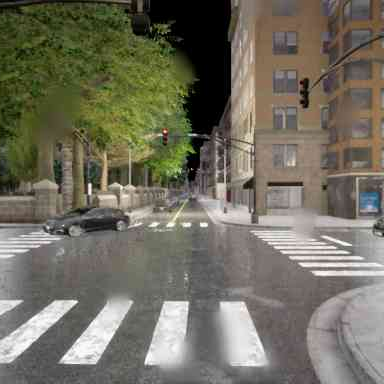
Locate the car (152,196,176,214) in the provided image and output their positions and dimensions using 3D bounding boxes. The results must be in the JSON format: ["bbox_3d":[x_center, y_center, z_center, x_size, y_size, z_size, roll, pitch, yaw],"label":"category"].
[{"bbox_3d":[-3.018,1.477,35.281,1.837,1.490,4.892,0,0,0],"label":"car"}]

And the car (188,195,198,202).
[{"bbox_3d":[0.205,1.424,70.737,1.812,1.442,4.674,0,0,0],"label":"car"}]

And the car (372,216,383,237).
[{"bbox_3d":[11.004,1.366,15.548,4.553,1.767,2.097,0,0,0],"label":"car"}]

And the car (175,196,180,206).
[{"bbox_3d":[-2.959,1.428,52.897,2.128,1.511,4.902,0,0,0],"label":"car"}]

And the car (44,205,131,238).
[{"bbox_3d":[-5.507,1.502,18.049,1.837,1.490,4.892,4,2,36],"label":"car"}]
